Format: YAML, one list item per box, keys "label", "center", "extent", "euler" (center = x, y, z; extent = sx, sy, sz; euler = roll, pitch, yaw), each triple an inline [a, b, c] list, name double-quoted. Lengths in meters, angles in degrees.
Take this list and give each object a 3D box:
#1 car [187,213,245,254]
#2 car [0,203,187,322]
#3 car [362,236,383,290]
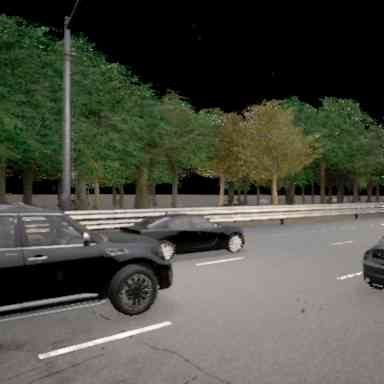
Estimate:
- label: "car"
  center: [-0.225, 1.515, 12.178]
  extent: [5.008, 1.535, 1.882]
  euler: [0, 0, -35]
- label: "car"
  center: [-3.042, 1.226, 5.875]
  extent: [5.566, 2.045, 2.150]
  euler: [0, 0, -35]
- label: "car"
  center: [6.020, 1.558, 8.031]
  extent: [4.892, 1.490, 1.837]
  euler: [0, 0, -35]
